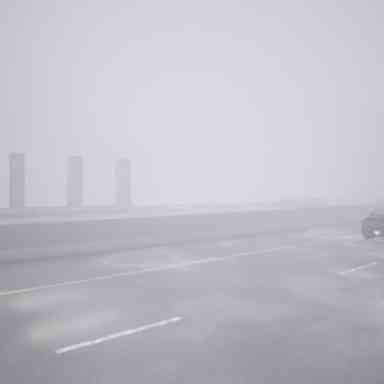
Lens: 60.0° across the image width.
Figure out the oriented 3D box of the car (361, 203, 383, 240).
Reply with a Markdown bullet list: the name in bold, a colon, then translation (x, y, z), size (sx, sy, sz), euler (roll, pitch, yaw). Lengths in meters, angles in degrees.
- **car**: translation (9.580, 1.411, 15.162), size (4.892, 1.490, 1.837), euler (0, 0, -36)

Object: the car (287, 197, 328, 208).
- **car**: translation (14.557, 1.346, 40.860), size (5.357, 1.411, 2.033), euler (0, 0, -36)

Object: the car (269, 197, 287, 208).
- **car**: translation (12.070, 1.328, 43.370), size (4.674, 1.442, 1.812), euler (0, 0, -36)

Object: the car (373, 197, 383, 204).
- **car**: translation (27.078, 1.271, 45.700), size (5.357, 1.411, 2.033), euler (0, 0, -36)
